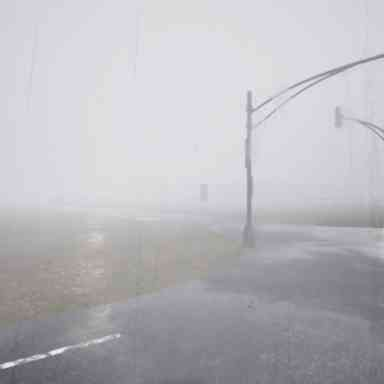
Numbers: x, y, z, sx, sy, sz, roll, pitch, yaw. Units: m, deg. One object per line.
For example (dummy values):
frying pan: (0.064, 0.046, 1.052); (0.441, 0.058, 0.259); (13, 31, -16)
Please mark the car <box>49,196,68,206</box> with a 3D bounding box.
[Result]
car: (-21.751, 1.403, 54.145); (2.097, 1.767, 4.553); (0, 0, -36)
